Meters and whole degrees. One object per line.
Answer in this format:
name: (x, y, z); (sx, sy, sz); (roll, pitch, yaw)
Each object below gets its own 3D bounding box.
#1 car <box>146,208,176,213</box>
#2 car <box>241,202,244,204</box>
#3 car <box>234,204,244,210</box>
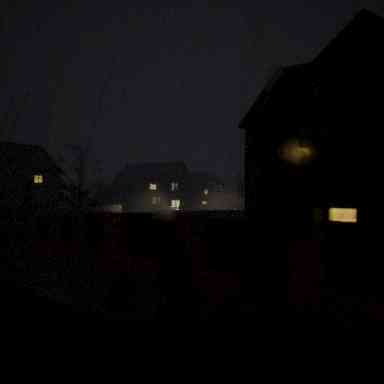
car: (-2.940, 2.374, 34.977); (1.895, 1.301, 4.718); (1, -1, 35)
car: (8.373, 2.624, 50.843); (2.150, 2.045, 5.566); (1, -1, 35)
car: (7.724, 2.738, 45.077); (2.128, 1.511, 4.902); (1, -1, 36)
